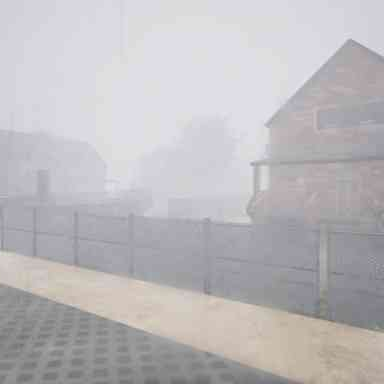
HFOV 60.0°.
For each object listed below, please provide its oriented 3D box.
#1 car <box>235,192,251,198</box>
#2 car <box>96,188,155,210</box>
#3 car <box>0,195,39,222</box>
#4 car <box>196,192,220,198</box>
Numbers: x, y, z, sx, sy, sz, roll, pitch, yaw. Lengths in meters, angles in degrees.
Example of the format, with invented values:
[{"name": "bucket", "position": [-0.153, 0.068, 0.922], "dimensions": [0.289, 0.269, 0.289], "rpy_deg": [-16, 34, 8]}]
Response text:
[{"name": "car", "position": [6.588, 0.685, 41.430], "dimensions": [1.895, 1.301, 4.718], "rpy_deg": [1, 2, 36]}, {"name": "car", "position": [-5.705, 0.661, 29.291], "dimensions": [2.150, 2.045, 5.566], "rpy_deg": [1, 2, 36]}, {"name": "car", "position": [-11.881, 1.044, 20.557], "dimensions": [2.097, 1.767, 4.553], "rpy_deg": [1, 2, 34]}, {"name": "car", "position": [2.178, 0.686, 40.307], "dimensions": [1.994, 1.385, 4.181], "rpy_deg": [1, 2, 35]}]
